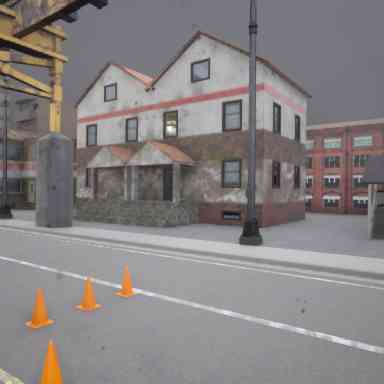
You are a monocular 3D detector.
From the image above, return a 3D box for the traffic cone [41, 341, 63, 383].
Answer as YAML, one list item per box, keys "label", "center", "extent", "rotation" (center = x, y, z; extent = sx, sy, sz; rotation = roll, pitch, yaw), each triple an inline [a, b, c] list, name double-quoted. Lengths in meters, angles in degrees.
- label: "traffic cone"
  center: [-1.558, 1.952, 3.683]
  extent: [0.340, 0.580, 0.340]
  rotation: [0, 0, 36]

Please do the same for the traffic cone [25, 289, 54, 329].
- label: "traffic cone"
  center: [-2.595, 1.949, 5.664]
  extent: [0.340, 0.580, 0.340]
  rotation: [0, 0, 36]

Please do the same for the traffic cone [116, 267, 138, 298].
- label: "traffic cone"
  center: [-1.426, 1.949, 7.286]
  extent: [0.340, 0.580, 0.340]
  rotation: [0, 0, 36]

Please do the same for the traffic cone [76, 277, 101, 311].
- label: "traffic cone"
  center: [-2.011, 1.949, 6.475]
  extent: [0.340, 0.580, 0.340]
  rotation: [0, 0, 36]
